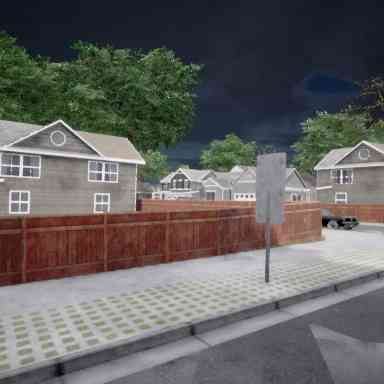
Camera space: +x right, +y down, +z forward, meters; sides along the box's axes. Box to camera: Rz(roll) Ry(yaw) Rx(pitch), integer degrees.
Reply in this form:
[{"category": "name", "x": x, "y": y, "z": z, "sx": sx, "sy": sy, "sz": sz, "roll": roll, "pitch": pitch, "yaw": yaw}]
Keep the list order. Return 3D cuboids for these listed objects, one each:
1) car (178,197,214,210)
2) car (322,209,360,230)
[{"category": "car", "x": 0.451, "y": 1.533, "z": 32.775, "sx": 2.150, "sy": 2.045, "sz": 5.566, "roll": 3, "pitch": -2, "yaw": -36}, {"category": "car", "x": 8.298, "y": 1.751, "z": 21.740, "sx": 1.895, "sy": 1.301, "sz": 4.718, "roll": 2, "pitch": -2, "yaw": -35}]
